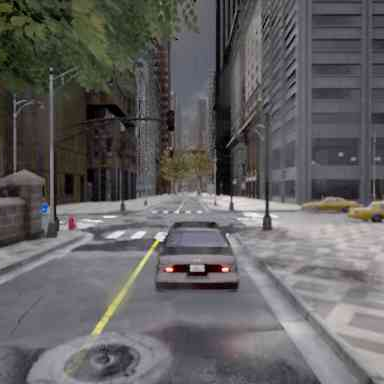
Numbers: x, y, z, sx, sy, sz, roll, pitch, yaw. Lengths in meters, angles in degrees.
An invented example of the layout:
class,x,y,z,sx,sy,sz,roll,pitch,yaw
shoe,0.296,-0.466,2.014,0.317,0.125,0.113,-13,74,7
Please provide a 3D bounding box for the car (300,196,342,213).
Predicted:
class,x,y,z,sx,sy,sz,roll,pitch,yaw
car,12.024,1.081,29.320,4.829,1.417,1.752,-1,2,0

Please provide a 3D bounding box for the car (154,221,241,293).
class,x,y,z,sx,sy,sz,roll,pitch,yaw
car,0.097,1.479,8.847,2.033,1.411,5.357,0,0,0

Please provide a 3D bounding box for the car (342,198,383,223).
class,x,y,z,sx,sy,sz,roll,pitch,yaw
car,12.345,1.164,20.794,4.829,1.417,1.752,-1,1,0

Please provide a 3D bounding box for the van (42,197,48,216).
class,x,y,z,sx,sy,sz,roll,pitch,yaw
van,-14.896,1.340,29.409,3.998,1.788,1.690,-1,2,0
